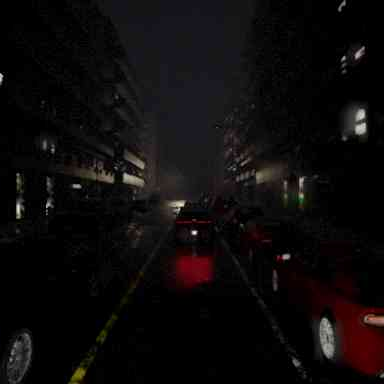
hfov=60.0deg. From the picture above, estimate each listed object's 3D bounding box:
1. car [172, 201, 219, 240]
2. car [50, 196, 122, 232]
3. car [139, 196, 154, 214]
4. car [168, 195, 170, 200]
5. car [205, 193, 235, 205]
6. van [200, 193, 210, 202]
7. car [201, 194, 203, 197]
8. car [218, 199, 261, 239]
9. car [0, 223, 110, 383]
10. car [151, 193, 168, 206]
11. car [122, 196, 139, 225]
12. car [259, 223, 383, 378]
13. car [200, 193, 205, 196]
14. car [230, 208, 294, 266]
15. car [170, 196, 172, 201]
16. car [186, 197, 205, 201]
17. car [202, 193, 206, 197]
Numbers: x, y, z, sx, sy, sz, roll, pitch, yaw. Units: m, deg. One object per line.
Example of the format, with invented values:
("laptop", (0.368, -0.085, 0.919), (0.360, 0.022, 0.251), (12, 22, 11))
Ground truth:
("car", (0.105, 1.420, 16.304), (1.837, 1.490, 4.892), (0, 0, 0))
("car", (-5.286, 1.228, 16.705), (2.192, 1.841, 5.009), (1, 0, 0))
("car", (-5.286, 1.404, 33.298), (1.947, 1.339, 4.313), (1, 0, 0))
("car", (-5.279, 1.310, 55.419), (1.887, 1.381, 4.507), (1, 0, 0))
("car", (2.564, 1.177, 27.703), (2.192, 1.841, 5.009), (1, 0, 0))
("van", (2.576, 1.082, 66.424), (1.690, 1.788, 3.998), (1, 0, 0))
("car", (2.565, 1.362, 49.830), (1.802, 1.307, 4.206), (1, 0, 0))
("car", (2.599, 1.353, 16.642), (1.967, 1.590, 4.097), (1, 0, 0))
("car", (-2.846, 1.496, 5.329), (1.812, 1.442, 4.674), (0, 0, 0))
("car", (-5.275, 1.095, 49.887), (2.192, 1.841, 5.009), (1, 0, 0))
("car", (-5.284, 1.201, 22.235), (2.192, 1.841, 5.009), (1, 0, 0))
("car", (2.585, 1.514, 5.581), (1.887, 1.381, 4.507), (1, 0, 0))
("car", (2.575, 1.067, 60.892), (2.192, 1.841, 5.009), (1, 0, 0))
("car", (2.587, 1.485, 11.111), (1.887, 1.381, 4.507), (1, 0, 0))
("car", (-5.274, 1.312, 72.013), (1.802, 1.307, 4.206), (1, 0, 0))
("car", (0.120, 1.435, 34.295), (1.895, 1.301, 4.718), (0, 0, 0))
("car", (2.564, 1.258, 38.767), (1.967, 1.590, 4.097), (1, 0, 0))
